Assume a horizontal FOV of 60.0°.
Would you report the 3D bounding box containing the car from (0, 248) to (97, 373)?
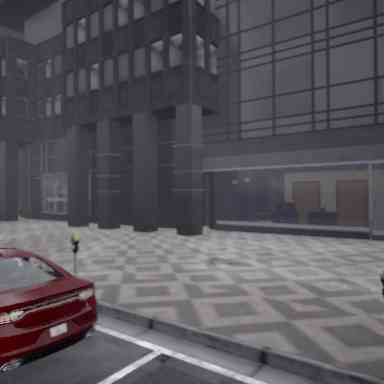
[{"bbox_3d":[-3.477,1.606,5.442,4.507,1.381,1.887,-1,0,35],"label":"car"}]
